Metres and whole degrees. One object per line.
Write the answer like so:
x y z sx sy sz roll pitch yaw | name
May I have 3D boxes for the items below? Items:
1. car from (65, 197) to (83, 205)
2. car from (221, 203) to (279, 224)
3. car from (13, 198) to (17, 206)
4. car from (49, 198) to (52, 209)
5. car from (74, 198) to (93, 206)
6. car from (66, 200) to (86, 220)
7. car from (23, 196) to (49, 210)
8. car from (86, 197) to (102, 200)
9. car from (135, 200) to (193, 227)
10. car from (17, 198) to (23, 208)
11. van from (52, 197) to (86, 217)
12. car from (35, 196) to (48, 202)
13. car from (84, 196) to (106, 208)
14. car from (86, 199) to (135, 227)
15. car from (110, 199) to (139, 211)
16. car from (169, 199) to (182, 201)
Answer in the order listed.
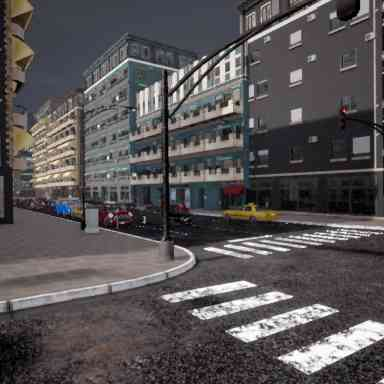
-21.474 1.645 60.357 2.008 1.369 4.403 -1 1 -35 | car
4.130 1.498 24.446 1.752 1.417 4.829 -1 1 -35 | car
-31.510 1.782 59.999 1.887 1.381 4.507 -1 1 -35 | car
-20.335 1.645 48.955 2.128 1.511 4.902 -1 0 -35 | car
-18.262 1.643 55.850 1.947 1.339 4.313 -1 1 -35 | car
-8.921 1.652 28.317 1.752 1.417 4.829 -1 1 -35 | car
-21.873 1.627 46.479 1.967 1.590 4.097 -1 1 -35 | car
-10.133 1.609 34.488 1.837 1.490 4.892 -1 0 -35 | car
-1.825 1.570 22.824 1.837 1.490 4.892 -1 0 -35 | car
-25.084 1.769 50.986 1.947 1.339 4.313 -1 1 -35 | car
-12.236 1.483 32.960 1.690 1.788 3.998 -1 1 -35 | van
-37.539 1.727 82.888 1.887 1.381 4.507 -1 1 -35 | car
-15.050 1.501 51.343 1.967 1.590 4.097 -1 1 -35 | car
-5.809 1.552 23.949 1.967 1.590 4.097 -1 1 -35 | car
-8.623 1.581 42.332 2.008 1.369 4.403 -1 1 -35 | car
-2.198 1.441 33.319 1.967 1.590 4.097 -1 1 -35 | car
